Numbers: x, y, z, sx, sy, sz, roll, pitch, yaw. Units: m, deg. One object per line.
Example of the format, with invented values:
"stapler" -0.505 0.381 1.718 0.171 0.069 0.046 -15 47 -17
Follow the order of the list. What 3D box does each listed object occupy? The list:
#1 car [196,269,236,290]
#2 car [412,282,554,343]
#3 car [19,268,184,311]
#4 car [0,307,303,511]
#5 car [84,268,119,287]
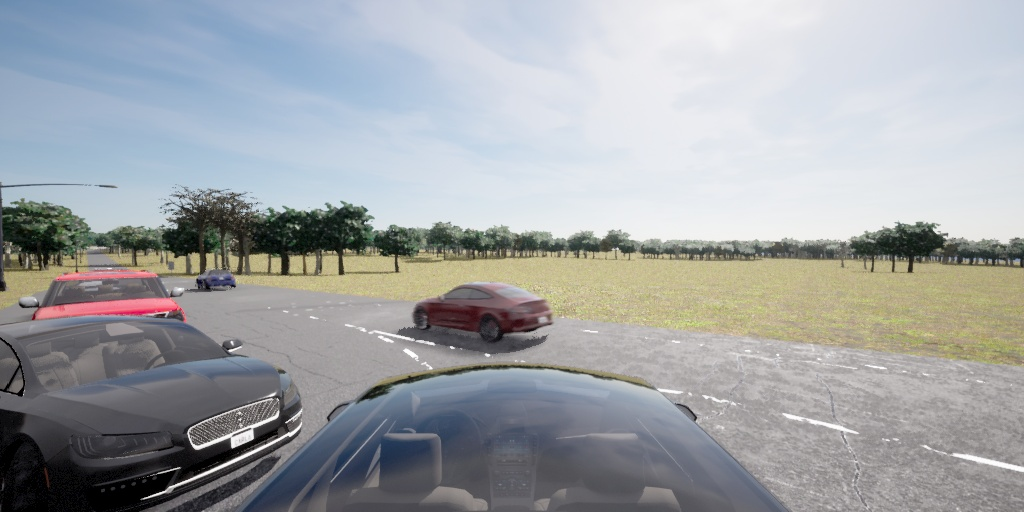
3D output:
"car" -26.251 1.982 31.737 4.553 1.767 2.097 -2 0 40
"car" -0.982 1.488 10.464 4.674 1.442 1.812 -2 -1 40
"car" -9.578 1.386 8.536 5.566 2.045 2.150 -2 0 40
"car" -4.608 1.445 3.953 4.892 1.490 1.837 -3 -3 20
"car" -48.089 2.446 42.116 2.150 2.045 5.566 -1 0 -44
